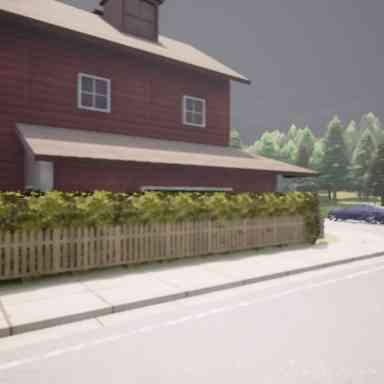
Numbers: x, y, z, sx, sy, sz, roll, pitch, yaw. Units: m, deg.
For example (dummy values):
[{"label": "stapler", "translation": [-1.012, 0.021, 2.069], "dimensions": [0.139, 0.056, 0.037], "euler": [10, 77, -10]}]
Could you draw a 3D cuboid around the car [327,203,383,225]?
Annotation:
[{"label": "car", "translation": [12.307, 1.548, 24.460], "dimensions": [1.812, 1.442, 4.674], "euler": [1, 0, -36]}]
